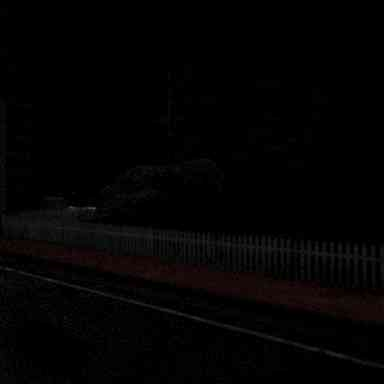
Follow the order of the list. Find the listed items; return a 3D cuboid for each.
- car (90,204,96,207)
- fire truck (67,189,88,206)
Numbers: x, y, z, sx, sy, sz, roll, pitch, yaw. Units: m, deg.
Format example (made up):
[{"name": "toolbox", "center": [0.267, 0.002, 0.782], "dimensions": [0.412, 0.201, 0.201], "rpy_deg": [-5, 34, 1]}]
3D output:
[{"name": "car", "center": [-16.102, 1.767, 56.189], "dimensions": [1.895, 1.301, 4.718], "rpy_deg": [0, 0, -11]}, {"name": "fire truck", "center": [-20.820, 0.531, 60.348], "dimensions": [2.891, 3.827, 8.468], "rpy_deg": [0, 0, -20]}]
